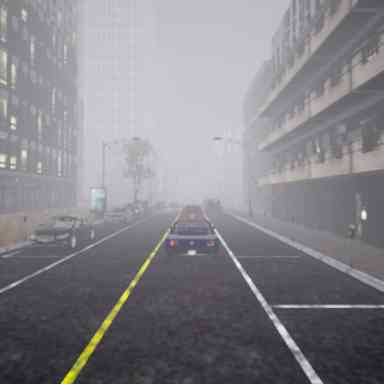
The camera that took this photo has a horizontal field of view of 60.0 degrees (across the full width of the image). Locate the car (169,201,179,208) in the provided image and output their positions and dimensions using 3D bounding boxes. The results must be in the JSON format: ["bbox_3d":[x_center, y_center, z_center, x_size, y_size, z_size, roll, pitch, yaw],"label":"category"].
[{"bbox_3d":[-3.041,2.254,59.701,1.895,1.301,4.718,0,-1,1],"label":"car"}]

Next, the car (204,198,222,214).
[{"bbox_3d":[2.701,1.781,42.826,2.192,1.841,5.009,0,-1,0],"label":"car"}]

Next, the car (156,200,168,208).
[{"bbox_3d":[-5.675,2.217,59.477,1.947,1.339,4.313,0,-1,0],"label":"car"}]

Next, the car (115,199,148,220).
[{"bbox_3d":[-5.683,1.784,31.725,1.967,1.590,4.097,0,-1,0],"label":"car"}]

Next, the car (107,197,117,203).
[{"bbox_3d":[-22.006,2.098,87.840,4.829,1.417,1.752,1,-2,-1],"label":"car"}]

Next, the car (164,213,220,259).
[{"bbox_3d":[0.018,1.745,13.238,1.895,1.301,4.718,0,-1,0],"label":"car"}]

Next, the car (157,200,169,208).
[{"bbox_3d":[-5.673,2.276,64.723,1.947,1.339,4.313,0,-1,0],"label":"car"}]

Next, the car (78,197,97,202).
[{"bbox_3d":[-27.451,2.035,87.692,4.313,1.339,1.947,1,-2,-1],"label":"car"}]

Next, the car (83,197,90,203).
[{"bbox_3d":[-27.346,1.716,79.320,5.009,1.841,2.192,1,-2,-1],"label":"car"}]

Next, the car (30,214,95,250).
[{"bbox_3d":[-5.687,1.714,15.071,2.008,1.369,4.403,0,-1,0],"label":"car"}]

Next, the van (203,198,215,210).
[{"bbox_3d":[2.704,1.930,53.928,1.690,1.788,3.998,0,-1,0],"label":"van"}]

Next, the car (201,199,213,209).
[{"bbox_3d":[2.705,2.091,59.477,1.967,1.590,4.097,0,-1,0],"label":"car"}]

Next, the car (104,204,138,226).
[{"bbox_3d":[-5.684,1.865,26.173,1.802,1.307,4.206,0,-1,0],"label":"car"}]

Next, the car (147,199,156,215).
[{"bbox_3d":[-5.681,1.720,37.277,2.192,1.841,5.009,0,-1,0],"label":"car"}]

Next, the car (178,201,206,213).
[{"bbox_3d":[0.032,1.794,29.241,1.882,1.535,5.008,0,0,0],"label":"car"}]
